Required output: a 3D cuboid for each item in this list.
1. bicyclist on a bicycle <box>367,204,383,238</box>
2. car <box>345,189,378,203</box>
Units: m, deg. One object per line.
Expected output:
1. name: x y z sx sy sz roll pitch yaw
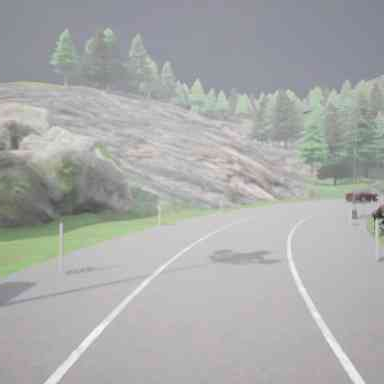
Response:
1. bicyclist on a bicycle: 8.578 1.214 14.803 0.582 1.620 1.656 -3 0 -32
2. car: 20.210 0.412 39.599 5.008 1.535 1.882 -2 3 -36
